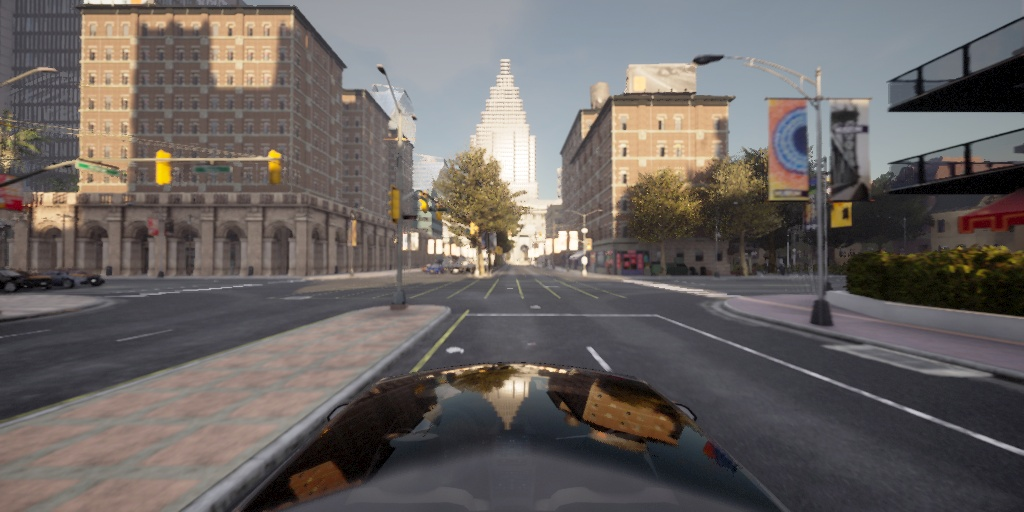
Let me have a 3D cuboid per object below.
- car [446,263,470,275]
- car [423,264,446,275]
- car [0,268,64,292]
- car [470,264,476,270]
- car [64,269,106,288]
[{"bbox_3d":[-8.067,1.988,54.010,2.128,1.511,4.902,0,-1,0],"label":"car"},{"bbox_3d":[-11.563,1.980,54.424,1.882,1.535,5.008,0,-1,0],"label":"car"},{"bbox_3d":[-33.353,1.540,23.615,5.008,1.535,1.882,0,-1,0],"label":"car"},{"bbox_3d":[-8.002,2.230,63.338,1.895,1.301,4.718,0,-1,1],"label":"car"},{"bbox_3d":[-33.641,1.676,27.105,4.181,1.385,1.994,0,-1,-1],"label":"car"}]
